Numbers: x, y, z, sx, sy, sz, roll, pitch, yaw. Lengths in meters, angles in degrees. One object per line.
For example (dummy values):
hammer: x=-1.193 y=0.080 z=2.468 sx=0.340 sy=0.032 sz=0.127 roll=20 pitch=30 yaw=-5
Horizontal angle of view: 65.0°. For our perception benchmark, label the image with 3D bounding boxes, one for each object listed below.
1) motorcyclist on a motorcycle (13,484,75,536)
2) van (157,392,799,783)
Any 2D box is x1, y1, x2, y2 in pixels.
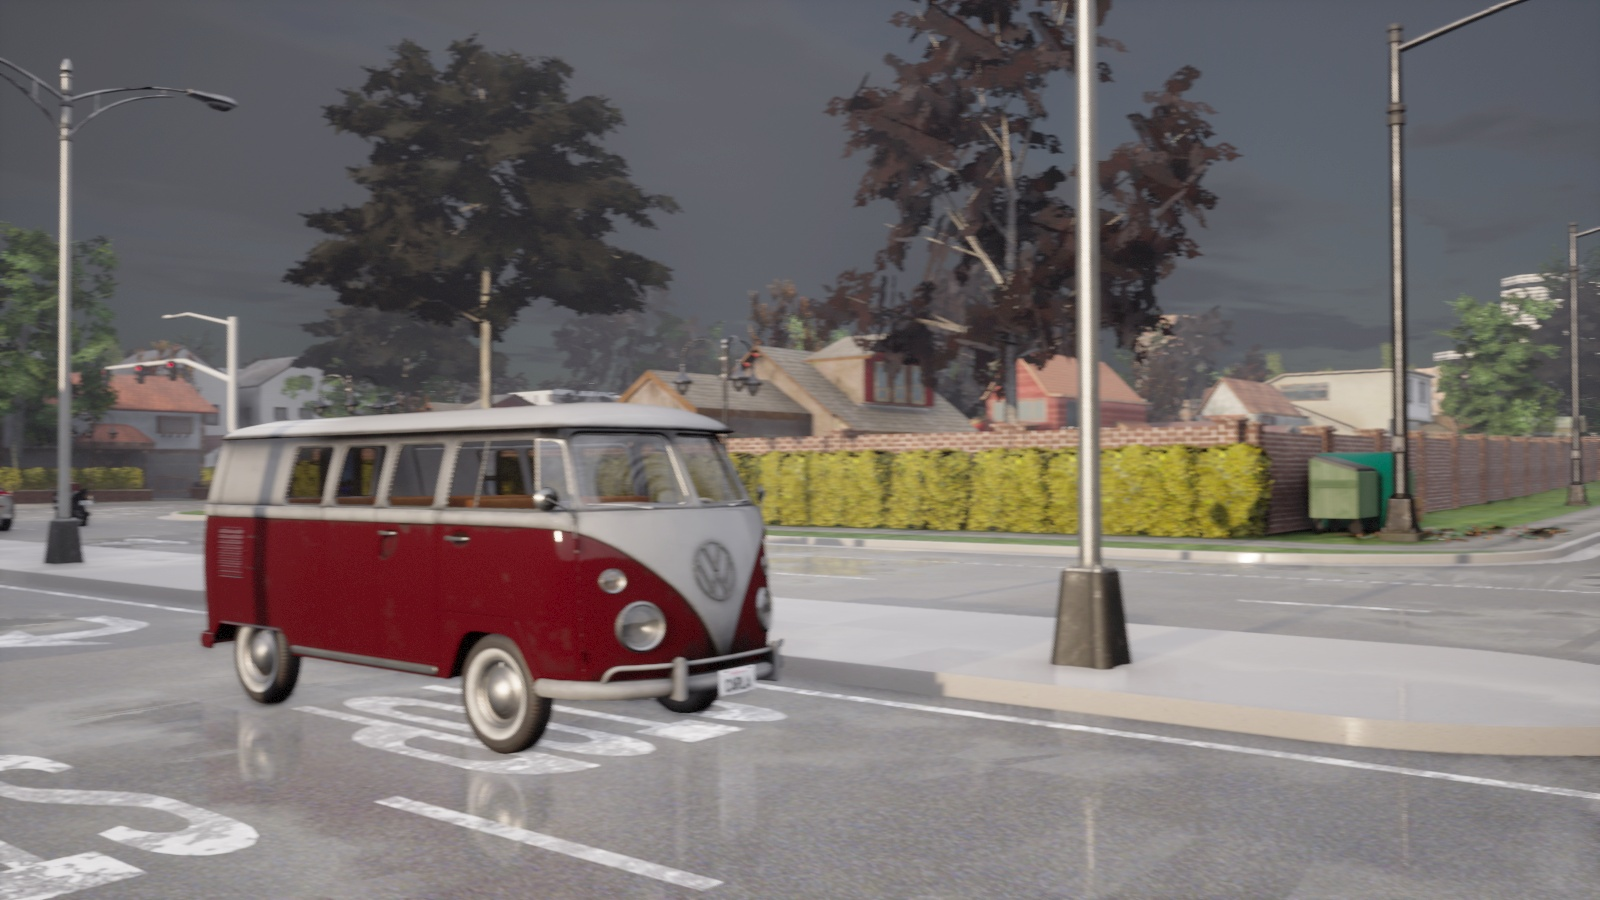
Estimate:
motorcyclist on a motorcycle: x=-23.241 y=1.826 z=38.587 sx=2.191 sy=1.530 sz=0.866 roll=-1 pitch=-1 yaw=37
van: x=-2.328 y=0.748 z=8.434 sx=4.442 sy=1.987 sz=1.775 roll=-1 pitch=-1 yaw=37
